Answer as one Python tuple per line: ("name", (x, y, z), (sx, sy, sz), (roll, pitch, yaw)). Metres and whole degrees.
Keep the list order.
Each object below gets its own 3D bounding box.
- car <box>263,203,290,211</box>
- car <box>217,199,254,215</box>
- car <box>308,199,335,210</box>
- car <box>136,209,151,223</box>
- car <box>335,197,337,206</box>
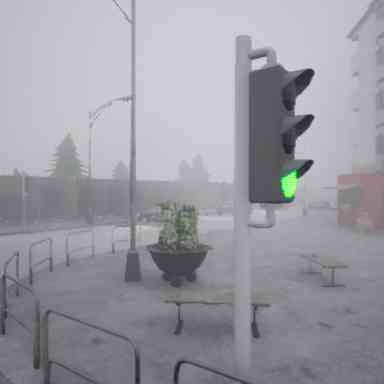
("car", (10.495, 1.494, 41.326), (2.033, 1.411, 5.357), (0, 0, 35))
("car", (4.335, 1.424, 32.703), (1.882, 1.535, 5.008), (0, 0, 35))
("car", (16.202, 1.524, 42.141), (1.994, 1.385, 4.181), (0, 0, 35))
("car", (-1.616, 1.495, 24.353), (2.033, 1.411, 5.357), (0, 0, 35))
("car", (24.600, 1.311, 53.936), (2.097, 1.767, 4.553), (0, 0, 36))
